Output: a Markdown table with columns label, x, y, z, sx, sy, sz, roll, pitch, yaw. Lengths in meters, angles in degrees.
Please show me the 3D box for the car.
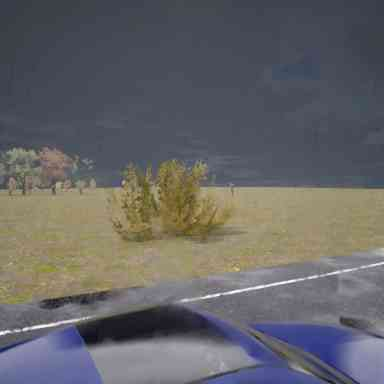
| label | x | y | z | sx | sy | sz | roll | pitch | yaw |
| --- | --- | --- | --- | --- | --- | --- | --- | --- | --- |
| car | 0.011 | 1.525 | 2.056 | 4.674 | 1.442 | 1.812 | 0 | 0 | -29 |
